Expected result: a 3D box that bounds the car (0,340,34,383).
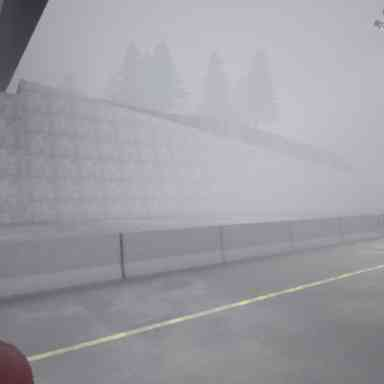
[{"bbox_3d":[-3.367,1.475,1.344,5.008,1.535,1.882,0,0,-35],"label":"car"}]
